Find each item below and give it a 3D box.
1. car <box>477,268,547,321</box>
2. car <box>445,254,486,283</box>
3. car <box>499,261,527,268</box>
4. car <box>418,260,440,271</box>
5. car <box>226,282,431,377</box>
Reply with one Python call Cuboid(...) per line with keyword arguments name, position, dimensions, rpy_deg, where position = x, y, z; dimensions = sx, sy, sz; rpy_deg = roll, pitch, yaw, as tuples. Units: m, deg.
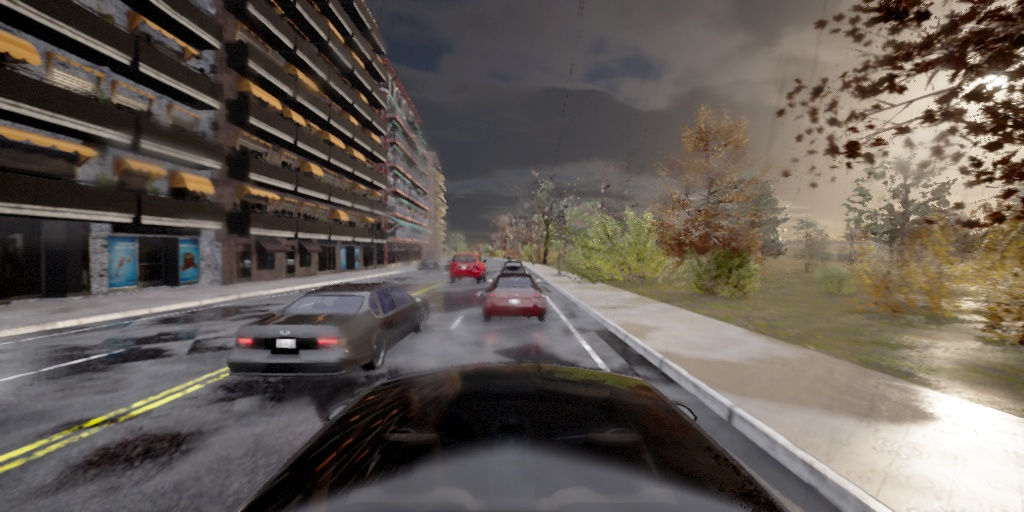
Cuboid(name="car", position=(0.088, 1.264, 12.272), dimensions=(1.994, 1.385, 4.181), rpy_deg=(0, 0, 0))
Cuboid(name="car", position=(-3.159, 0.857, 26.348), dimensions=(2.150, 2.045, 5.566), rpy_deg=(0, 0, 0))
Cuboid(name="car", position=(0.093, 1.137, 27.463), dimensions=(1.837, 1.490, 4.892), rpy_deg=(0, 0, 0))
Cuboid(name="car", position=(-9.921, 1.128, 43.067), dimensions=(1.994, 1.385, 4.181), rpy_deg=(0, 0, -1))
Cuboid(name="car", position=(-3.182, 1.269, 7.581), dimensions=(2.033, 1.411, 5.357), rpy_deg=(0, 0, 0))
